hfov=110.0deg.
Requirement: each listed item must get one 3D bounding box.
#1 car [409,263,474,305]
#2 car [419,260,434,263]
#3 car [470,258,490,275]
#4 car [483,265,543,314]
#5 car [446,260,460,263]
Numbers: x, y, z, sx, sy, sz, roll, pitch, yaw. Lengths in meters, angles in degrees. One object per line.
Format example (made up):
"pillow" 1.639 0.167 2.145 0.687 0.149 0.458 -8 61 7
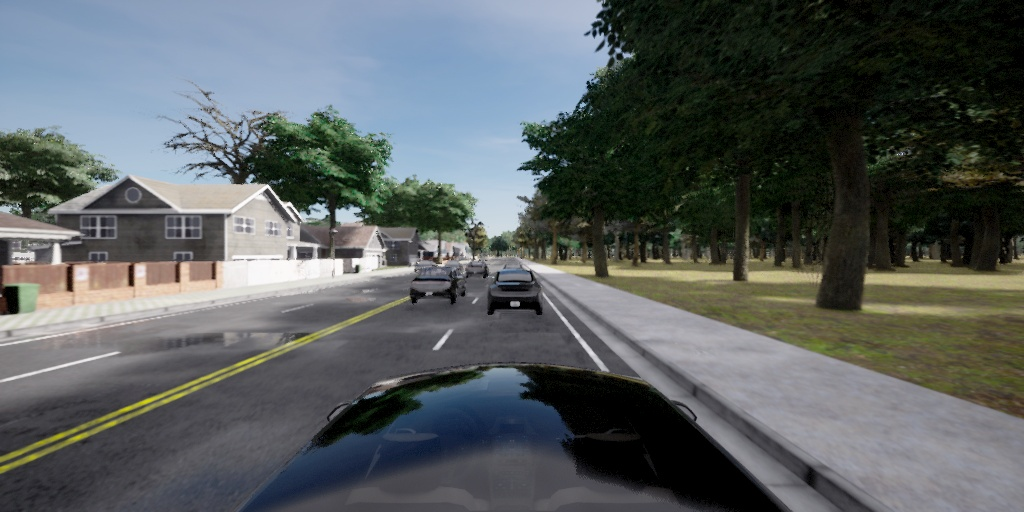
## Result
"car" -3.151 1.224 16.054 2.128 1.511 4.902 0 0 0
"car" -9.844 1.228 41.083 1.812 1.442 4.674 0 0 0
"car" -3.152 1.204 33.221 2.128 1.511 4.902 0 0 0
"car" 0.100 1.240 13.574 1.837 1.490 4.892 0 0 0
"car" -6.595 1.229 40.223 1.812 1.442 4.674 0 0 0
